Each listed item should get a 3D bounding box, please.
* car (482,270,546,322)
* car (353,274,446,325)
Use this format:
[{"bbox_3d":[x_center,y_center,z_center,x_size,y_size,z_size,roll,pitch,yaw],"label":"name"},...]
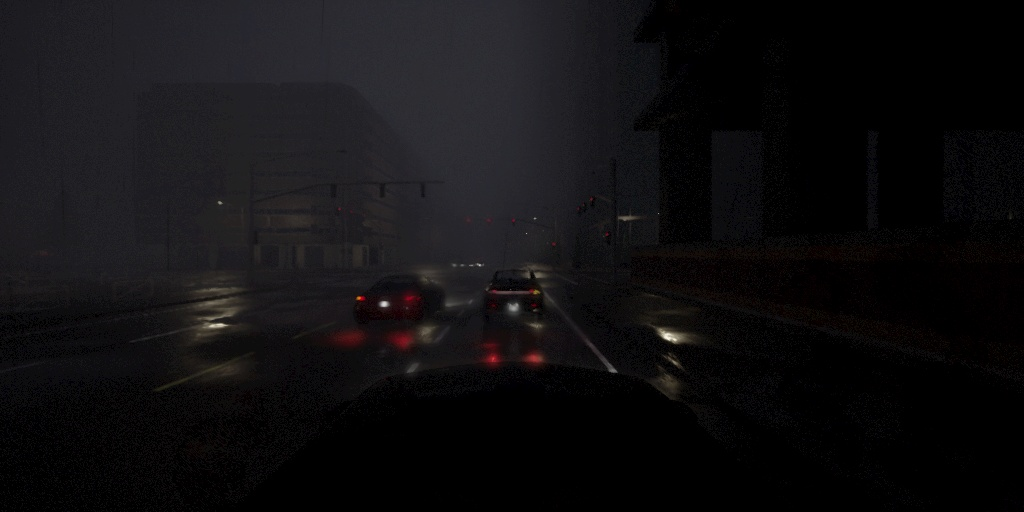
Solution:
[{"bbox_3d":[0.062,1.206,12.126,2.128,1.511,4.902,0,0,0],"label":"car"},{"bbox_3d":[-3.441,1.278,11.707,1.994,1.385,4.181,0,0,0],"label":"car"}]
